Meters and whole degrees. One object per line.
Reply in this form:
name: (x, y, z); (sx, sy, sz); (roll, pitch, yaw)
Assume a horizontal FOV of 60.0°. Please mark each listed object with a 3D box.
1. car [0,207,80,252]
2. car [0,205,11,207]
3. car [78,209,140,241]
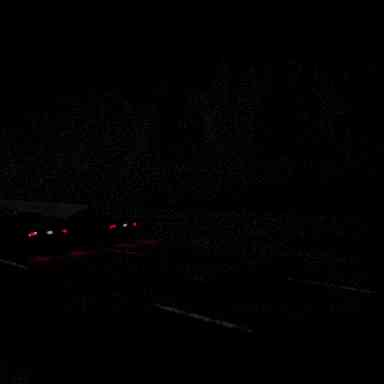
car: (-7.197, 1.560, 13.954); (5.357, 1.411, 2.033); (0, 0, 40)
car: (-15.242, 1.614, 25.900); (4.718, 1.301, 1.895); (0, 0, 44)
car: (-4.956, 1.560, 16.642); (5.357, 1.411, 2.033); (0, 0, 40)
